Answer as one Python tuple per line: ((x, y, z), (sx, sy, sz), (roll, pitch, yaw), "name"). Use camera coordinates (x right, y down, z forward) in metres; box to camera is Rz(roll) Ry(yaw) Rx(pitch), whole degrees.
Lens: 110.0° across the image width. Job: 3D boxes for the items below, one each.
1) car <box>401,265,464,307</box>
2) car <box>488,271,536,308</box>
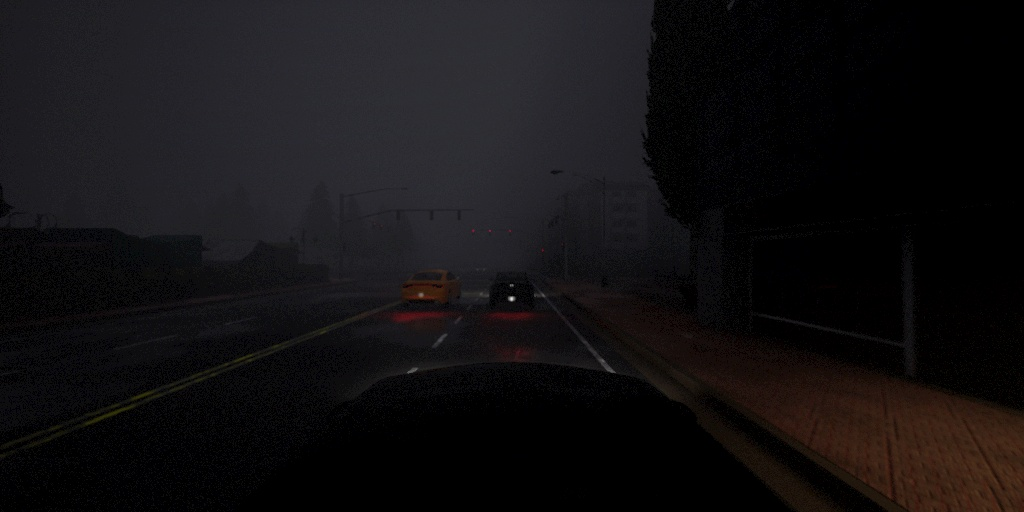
((-3.509, 1.367, 16.331), (1.882, 1.535, 5.008), (0, 0, 0), "car")
((-0.010, 1.395, 16.161), (1.837, 1.490, 4.892), (0, 0, 0), "car")
